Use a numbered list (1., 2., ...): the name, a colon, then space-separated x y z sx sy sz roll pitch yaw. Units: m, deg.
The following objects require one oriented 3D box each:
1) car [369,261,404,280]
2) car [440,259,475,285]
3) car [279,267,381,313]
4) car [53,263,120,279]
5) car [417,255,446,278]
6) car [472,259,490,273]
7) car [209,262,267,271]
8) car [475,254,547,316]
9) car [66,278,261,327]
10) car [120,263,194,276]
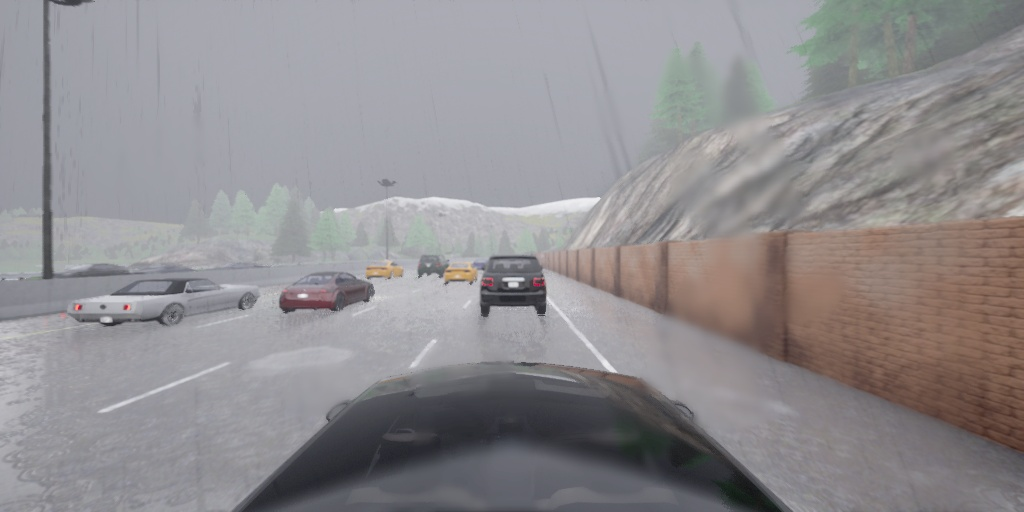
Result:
1. car: -10.583 1.174 30.184 1.882 1.535 5.008 0 0 0
2. car: -3.554 1.172 25.697 1.882 1.535 5.008 0 0 0
3. car: -6.974 1.295 13.940 1.994 1.385 4.181 0 0 0
4. car: -31.728 1.269 27.032 1.812 1.442 4.674 0 0 0
5. car: -7.104 0.904 33.022 2.150 2.045 5.566 0 0 0
6. car: -3.673 1.127 43.231 1.882 1.535 5.008 0 0 0
7. car: -21.229 1.285 28.569 1.994 1.385 4.181 0 0 0
8. car: 0.029 0.941 13.381 2.150 2.045 5.566 0 0 0
9. car: -10.458 1.345 11.455 1.895 1.301 4.718 0 0 0
10. car: -28.227 1.297 29.022 1.994 1.385 4.181 0 0 0
